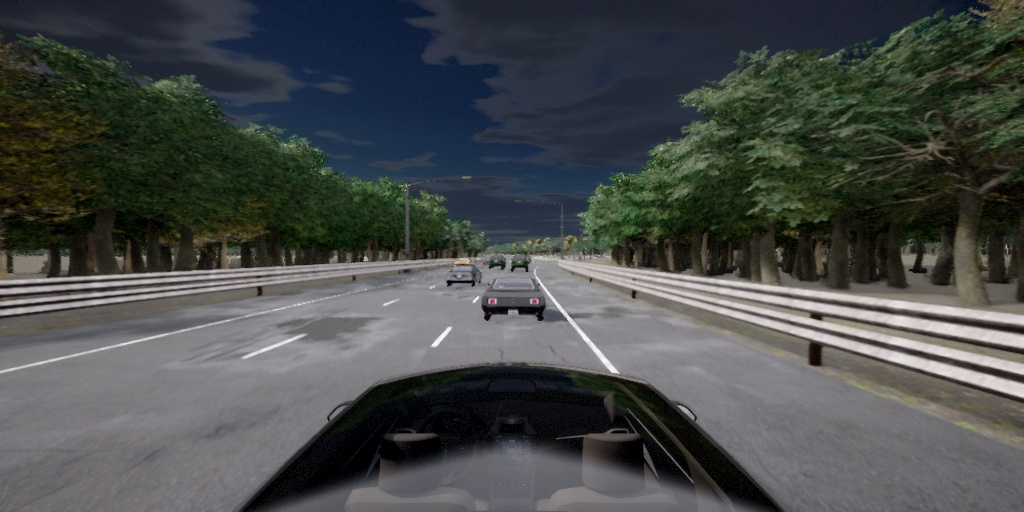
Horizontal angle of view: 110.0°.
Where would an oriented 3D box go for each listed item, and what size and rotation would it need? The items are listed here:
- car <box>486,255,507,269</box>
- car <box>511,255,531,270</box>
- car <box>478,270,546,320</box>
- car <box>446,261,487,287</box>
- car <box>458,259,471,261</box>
[{"bbox_3d":[-2.057,0.859,52.658,2.150,2.045,5.566,0,0,3],"label":"car"},{"bbox_3d":[1.060,0.884,46.584,2.150,2.045,5.566,0,0,3],"label":"car"},{"bbox_3d":[0.071,1.337,12.569,1.895,1.301,4.718,0,0,1],"label":"car"},{"bbox_3d":[-3.130,1.259,24.181,2.033,1.411,5.357,0,0,1],"label":"car"},{"bbox_3d":[-5.936,1.136,45.098,1.882,1.535,5.008,0,0,3],"label":"car"}]
